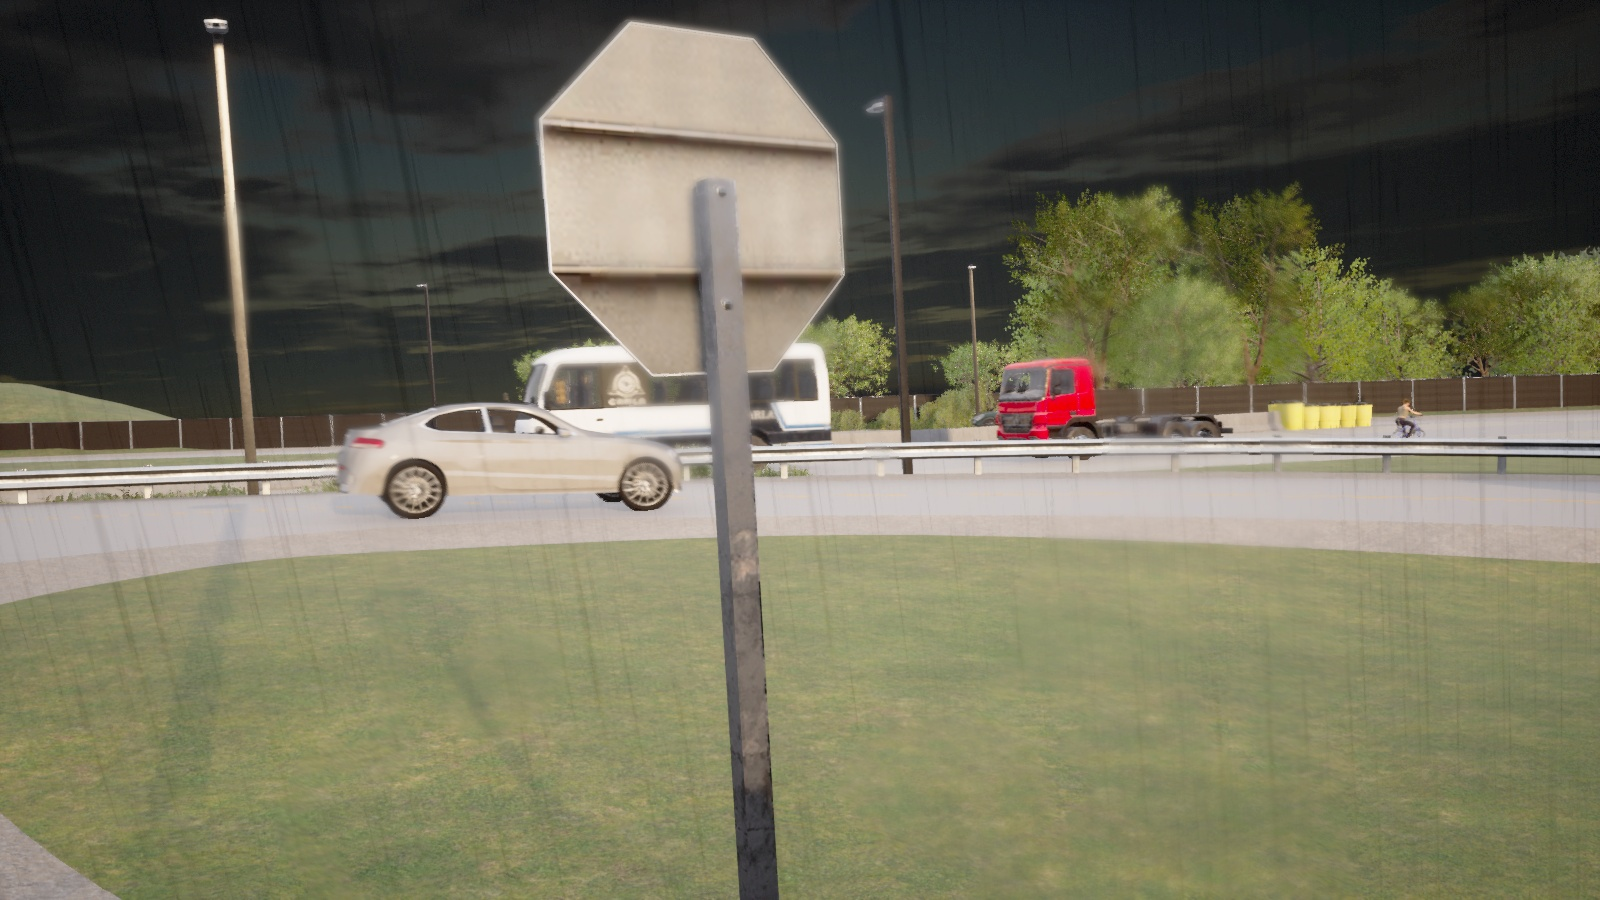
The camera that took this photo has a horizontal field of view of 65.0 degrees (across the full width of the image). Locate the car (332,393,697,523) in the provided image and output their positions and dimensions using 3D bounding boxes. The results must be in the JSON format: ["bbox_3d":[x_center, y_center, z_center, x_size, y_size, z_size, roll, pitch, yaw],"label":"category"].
[{"bbox_3d":[-4.301,0.039,18.878,5.027,1.651,2.152,-2,2,-22],"label":"car"}]

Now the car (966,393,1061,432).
[{"bbox_3d":[11.020,-1.972,65.036,4.553,1.767,2.097,-3,3,3],"label":"car"}]

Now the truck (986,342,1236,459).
[{"bbox_3d":[10.686,-1.731,43.069,7.936,3.462,2.891,-4,2,-22],"label":"truck"}]

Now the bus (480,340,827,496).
[{"bbox_3d":[-4.722,-1.139,40.735,10.273,4.253,3.944,-4,2,-22],"label":"bus"}]

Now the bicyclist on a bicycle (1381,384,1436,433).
[{"bbox_3d":[21.027,-1.434,43.419,1.509,1.612,0.866,-4,2,-21],"label":"bicyclist on a bicycle"}]
